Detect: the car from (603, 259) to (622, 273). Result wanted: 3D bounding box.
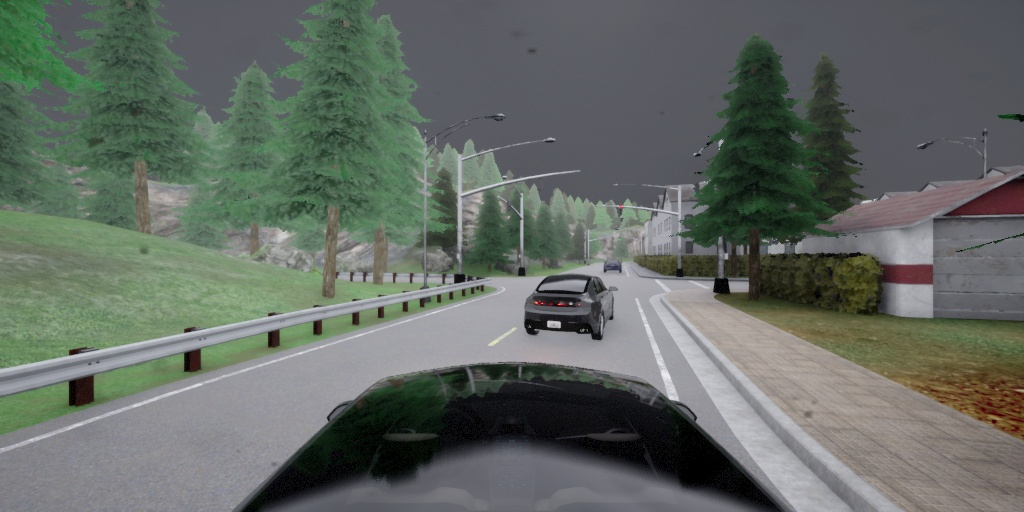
[{"bbox_3d":[12.398,1.102,44.093,2.097,1.767,4.553,0,0,17],"label":"car"}]

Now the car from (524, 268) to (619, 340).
[{"bbox_3d":[1.785,1.255,10.130,1.837,1.490,4.892,0,0,21],"label":"car"}]
